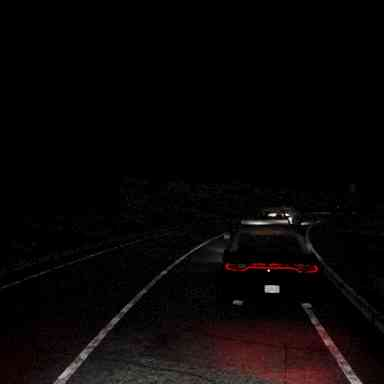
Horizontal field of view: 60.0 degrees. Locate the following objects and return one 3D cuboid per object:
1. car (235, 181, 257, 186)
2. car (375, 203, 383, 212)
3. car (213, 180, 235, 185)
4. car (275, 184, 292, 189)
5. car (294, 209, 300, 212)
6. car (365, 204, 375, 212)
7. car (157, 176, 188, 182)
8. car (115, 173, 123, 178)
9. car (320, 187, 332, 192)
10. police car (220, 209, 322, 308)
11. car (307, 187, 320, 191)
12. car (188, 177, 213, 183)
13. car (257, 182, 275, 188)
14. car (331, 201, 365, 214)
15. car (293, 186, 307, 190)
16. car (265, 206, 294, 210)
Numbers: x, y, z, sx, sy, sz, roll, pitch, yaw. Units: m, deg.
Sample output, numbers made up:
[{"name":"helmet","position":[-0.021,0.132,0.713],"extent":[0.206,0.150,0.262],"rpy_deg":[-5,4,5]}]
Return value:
[{"name":"car","position":[10.308,-1.490,68.757],"extent":[5.008,1.535,2.097],"rpy_deg":[3,-5,-32]},{"name":"car","position":[28.381,2.231,48.637],"extent":[4.181,1.385,1.994],"rpy_deg":[0,-4,-29]},{"name":"car","position":[5.610,-1.688,65.812],"extent":[4.674,1.452,2.002],"rpy_deg":[3,-5,-31]},{"name":"car","position":[19.632,-0.953,75.033],"extent":[4.792,1.488,2.163],"rpy_deg":[3,-6,-35]},{"name":"car","position":[6.263,1.702,22.654],"extent":[1.812,1.442,4.674],"rpy_deg":[-2,-2,25]},{"name":"car","position":[24.984,2.346,50.376],"extent":[5.008,1.535,1.882],"rpy_deg":[1,-4,-33]},{"name":"car","position":[-3.939,-2.150,60.236],"extent":[4.892,1.521,2.231],"rpy_deg":[2,-5,-30]},{"name":"car","position":[-13.440,-2.643,54.830],"extent":[4.553,1.767,2.185],"rpy_deg":[2,-5,-30]},{"name":"car","position":[32.858,-0.281,85.001],"extent":[4.553,1.767,2.185],"rpy_deg":[4,-6,-38]},{"name":"police car","position":[1.783,1.454,8.192],"extent":[1.930,1.638,5.238],"rpy_deg":[-1,0,10]},{"name":"car","position":[28.436,-0.457,81.509],"extent":[4.892,1.521,2.231],"rpy_deg":[3,-6,-37]},{"name":"car","position":[0.849,-1.951,62.975],"extent":[4.892,1.521,2.231],"rpy_deg":[2,-5,-30]},{"name":"car","position":[14.923,-1.370,71.795],"extent":[4.553,1.767,2.185],"rpy_deg":[3,-5,-33]},{"name":"car","position":[19.315,1.881,41.751],"extent":[4.553,1.767,2.097],"rpy_deg":[1,-4,-41]},{"name":"car","position":[24.108,-0.683,78.251],"extent":[4.674,1.452,2.002],"rpy_deg":[3,-6,-36]},{"name":"car","position":[4.182,1.567,17.520],"extent":[1.801,1.575,5.366],"rpy_deg":[-2,-1,19]}]
